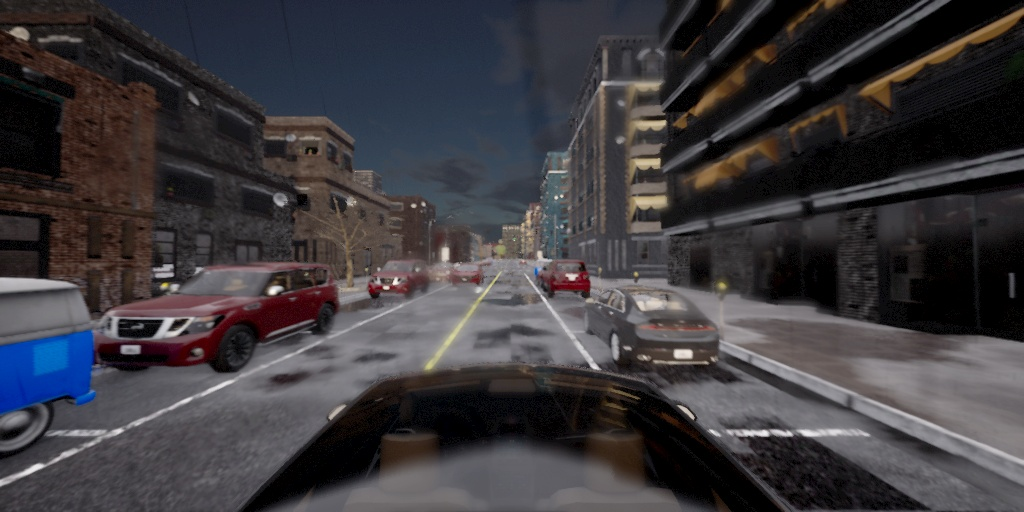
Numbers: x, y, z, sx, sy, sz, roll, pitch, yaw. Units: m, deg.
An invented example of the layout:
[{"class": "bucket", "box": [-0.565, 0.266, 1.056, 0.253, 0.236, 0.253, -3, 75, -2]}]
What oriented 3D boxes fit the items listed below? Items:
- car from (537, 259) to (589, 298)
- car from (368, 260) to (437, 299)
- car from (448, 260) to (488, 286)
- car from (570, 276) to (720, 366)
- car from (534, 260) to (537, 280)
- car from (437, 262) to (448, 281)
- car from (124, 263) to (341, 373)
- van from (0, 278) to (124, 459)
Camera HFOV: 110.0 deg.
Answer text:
[{"class": "car", "box": [2.703, 1.112, 18.651, 2.192, 1.841, 5.009, 0, 0, 0]}, {"class": "car", "box": [-5.678, 1.112, 18.664, 2.192, 1.841, 5.009, 0, 0, 0]}, {"class": "car", "box": [-3.081, 1.295, 25.929, 1.882, 1.535, 5.008, 0, 0, 0]}, {"class": "car", "box": [2.696, 1.318, 7.837, 2.007, 1.370, 4.403, 0, 0, 0]}, {"class": "car", "box": [2.707, 1.252, 24.059, 1.967, 1.591, 4.097, 0, 0, 0]}, {"class": "car", "box": [-5.670, 1.267, 29.479, 1.967, 1.591, 4.097, 0, 0, 0]}, {"class": "car", "box": [-5.685, 1.082, 7.850, 2.192, 1.841, 5.009, 0, 0, 0]}, {"class": "van", "box": [-5.689, 1.093, 2.443, 1.690, 1.789, 3.998, 0, 0, 0]}]
